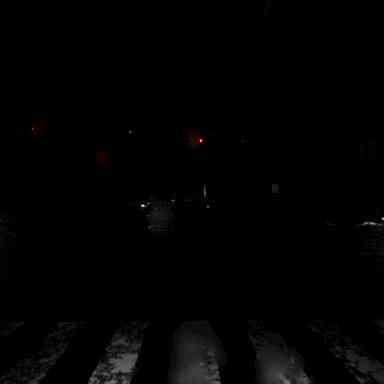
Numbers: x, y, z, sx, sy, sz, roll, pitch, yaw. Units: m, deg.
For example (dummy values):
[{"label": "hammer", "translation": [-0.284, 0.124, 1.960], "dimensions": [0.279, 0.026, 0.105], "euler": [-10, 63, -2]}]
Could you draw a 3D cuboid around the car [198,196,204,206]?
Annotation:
[{"label": "car", "translation": [2.220, 1.553, 47.269], "dimensions": [1.887, 1.381, 4.507], "euler": [0, 0, -1]}]

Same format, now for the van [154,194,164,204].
[{"label": "van", "translation": [-6.585, 1.360, 66.649], "dimensions": [1.690, 1.788, 3.998], "euler": [0, 0, -1]}]

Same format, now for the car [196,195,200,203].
[{"label": "car", "translation": [2.142, 1.562, 52.713], "dimensions": [2.008, 1.369, 4.403], "euler": [0, 0, -1]}]

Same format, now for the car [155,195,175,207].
[{"label": "car", "translation": [-3.583, 1.485, 43.479], "dimensions": [1.882, 1.535, 5.008], "euler": [0, 0, -1]}]

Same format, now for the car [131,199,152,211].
[{"label": "car", "translation": [-6.220, 1.557, 41.254], "dimensions": [2.008, 1.369, 4.403], "euler": [0, 0, -1]}]

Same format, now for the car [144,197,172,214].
[{"label": "car", "translation": [-3.465, 1.569, 34.663], "dimensions": [1.994, 1.385, 4.181], "euler": [0, 0, -2]}]

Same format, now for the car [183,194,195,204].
[{"label": "car", "translation": [-0.706, 1.619, 65.643], "dimensions": [1.895, 1.301, 4.718], "euler": [0, 0, -1]}]

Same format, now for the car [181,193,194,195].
[{"label": "car", "translation": [-0.943, 1.549, 75.571], "dimensions": [2.128, 1.511, 4.902], "euler": [0, 0, -1]}]

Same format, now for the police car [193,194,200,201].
[{"label": "police car", "translation": [1.203, 1.463, 90.558], "dimensions": [1.930, 1.638, 5.238], "euler": [0, 0, -1]}]

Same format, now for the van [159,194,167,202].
[{"label": "van", "translation": [-6.741, 1.368, 77.475], "dimensions": [1.690, 1.788, 3.998], "euler": [0, 0, -1]}]

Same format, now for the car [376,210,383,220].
[{"label": "car", "translation": [14.710, 1.249, 21.033], "dimensions": [5.357, 1.411, 2.033], "euler": [-1, 0, -1]}]

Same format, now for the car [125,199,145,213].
[{"label": "car", "translation": [-6.148, 1.556, 36.262], "dimensions": [2.008, 1.369, 4.403], "euler": [0, 0, -1]}]

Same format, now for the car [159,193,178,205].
[{"label": "car", "translation": [-3.709, 1.363, 52.629], "dimensions": [2.097, 1.767, 4.553], "euler": [0, 0, -1]}]

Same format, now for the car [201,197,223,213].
[{"label": "car", "translation": [2.376, 1.556, 36.381], "dimensions": [2.008, 1.369, 4.403], "euler": [0, 0, -1]}]

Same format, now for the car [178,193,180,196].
[{"label": "car", "translation": [-3.820, 1.508, 62.408], "dimensions": [2.128, 1.511, 4.902], "euler": [0, 0, 0]}]

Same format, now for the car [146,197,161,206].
[{"label": "car", "translation": [-6.429, 1.578, 55.824], "dimensions": [1.947, 1.339, 4.313], "euler": [0, 0, -1]}]

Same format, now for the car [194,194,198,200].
[{"label": "car", "translation": [2.000, 1.567, 62.584], "dimensions": [2.008, 1.369, 4.403], "euler": [0, 0, -1]}]
